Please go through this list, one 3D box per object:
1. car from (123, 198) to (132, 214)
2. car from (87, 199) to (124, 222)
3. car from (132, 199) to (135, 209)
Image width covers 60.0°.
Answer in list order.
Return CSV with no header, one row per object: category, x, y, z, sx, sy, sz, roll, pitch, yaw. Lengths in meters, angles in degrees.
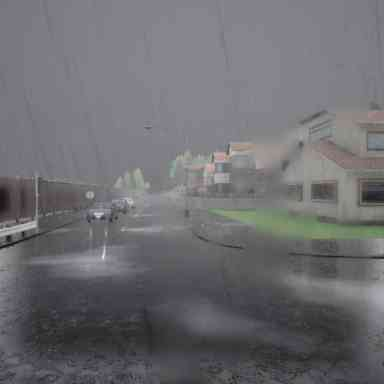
car,-7.805,1.505,35.407,1.837,1.490,4.892,0,0,-5
car,-6.883,1.491,26.033,2.128,1.511,4.902,0,0,-5
car,-8.777,1.526,45.323,1.812,1.442,4.674,0,0,-5
